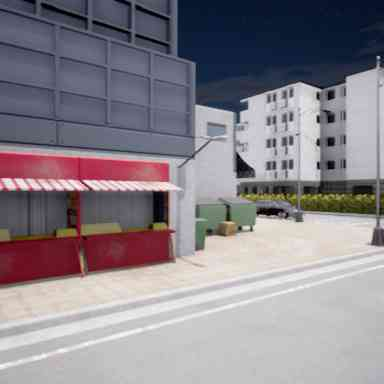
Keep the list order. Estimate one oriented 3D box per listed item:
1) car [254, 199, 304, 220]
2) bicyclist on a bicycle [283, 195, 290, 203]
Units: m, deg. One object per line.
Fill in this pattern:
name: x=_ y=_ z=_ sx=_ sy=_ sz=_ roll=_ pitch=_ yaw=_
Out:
car: x=6.688 y=1.360 z=26.871 sx=2.128 sy=1.511 sz=4.902 roll=0 pitch=0 yaw=-37
bicyclist on a bicycle: x=9.945 y=1.186 z=35.038 sx=1.656 sy=1.620 sz=0.582 roll=0 pitch=0 yaw=-37
